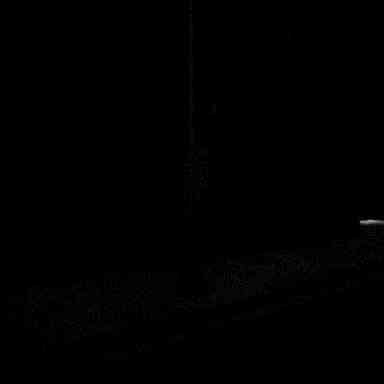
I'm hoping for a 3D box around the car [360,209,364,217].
[{"bbox_3d":[11.215,1.388,26.198,1.994,1.385,4.181,0,1,-36],"label":"car"}]
